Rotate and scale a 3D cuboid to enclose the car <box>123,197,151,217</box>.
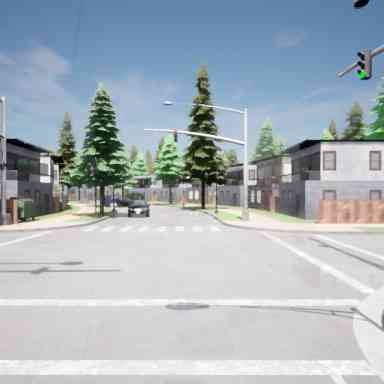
[{"bbox_3d":[-4.839,1.457,30.567,2.128,1.511,4.902,0,0,-7],"label":"car"}]

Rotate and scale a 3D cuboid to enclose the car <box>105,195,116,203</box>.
[{"bbox_3d":[-16.507,1.317,66.785,2.097,1.767,4.553,0,0,-45],"label":"car"}]

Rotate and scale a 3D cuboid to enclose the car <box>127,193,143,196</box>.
[{"bbox_3d":[-10.391,1.187,58.441,2.150,2.045,5.566,0,0,-36],"label":"car"}]

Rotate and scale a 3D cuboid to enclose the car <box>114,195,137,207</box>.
[{"bbox_3d":[-9.840,1.566,49.315,1.895,1.301,4.718,0,0,-24],"label":"car"}]
